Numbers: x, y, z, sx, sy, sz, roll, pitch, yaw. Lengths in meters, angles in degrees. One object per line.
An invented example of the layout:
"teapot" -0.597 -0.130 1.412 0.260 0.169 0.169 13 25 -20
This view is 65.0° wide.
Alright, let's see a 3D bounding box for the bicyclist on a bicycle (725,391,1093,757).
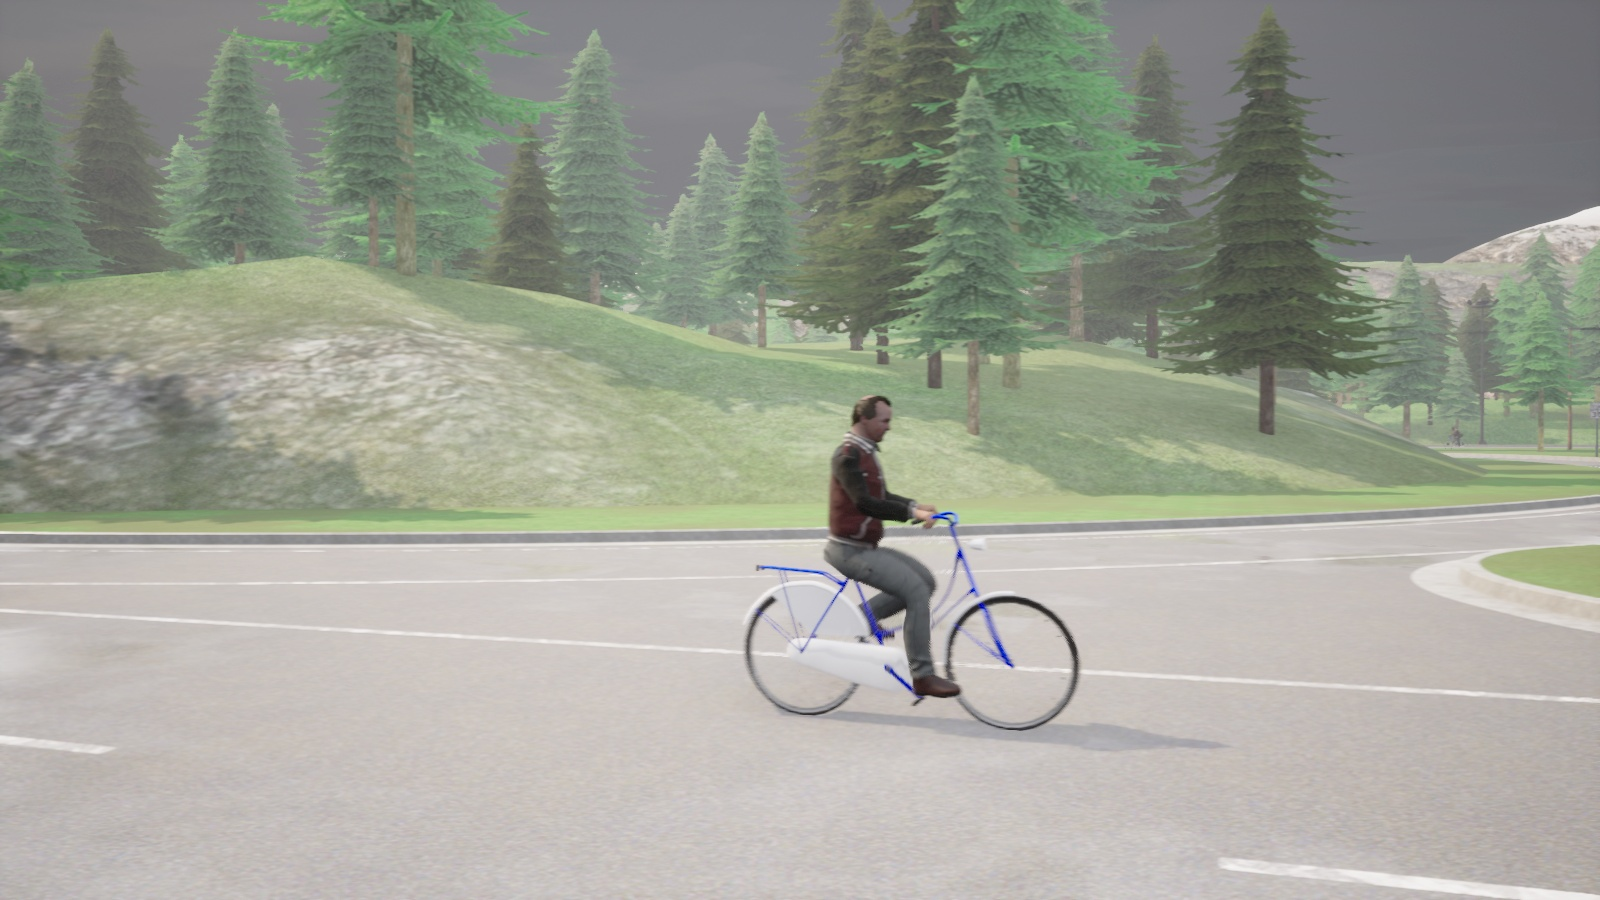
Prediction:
"bicyclist on a bicycle" 0.581 0.592 6.688 1.843 1.776 0.659 0 1 19
